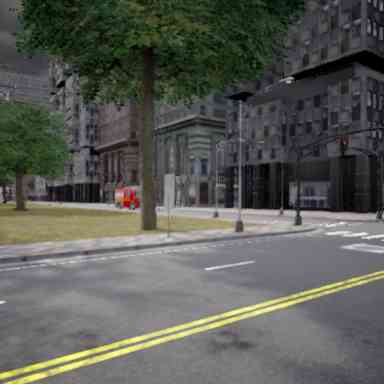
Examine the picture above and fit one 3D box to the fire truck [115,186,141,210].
[{"bbox_3d":[-9.267,0.950,52.642,2.891,3.827,8.468,1,-1,-35],"label":"fire truck"}]
